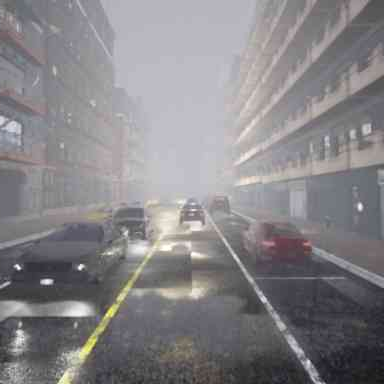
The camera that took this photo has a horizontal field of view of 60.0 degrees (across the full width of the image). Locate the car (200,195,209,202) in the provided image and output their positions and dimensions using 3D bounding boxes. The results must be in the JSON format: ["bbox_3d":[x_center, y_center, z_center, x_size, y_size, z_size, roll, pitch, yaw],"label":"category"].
[{"bbox_3d":[2.662,1.469,71.942,1.887,1.381,4.507,1,0,0],"label":"car"}]

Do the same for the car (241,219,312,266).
[{"bbox_3d":[2.692,1.568,11.184,1.802,1.307,4.206,1,0,0],"label":"car"}]

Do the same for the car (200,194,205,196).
[{"bbox_3d":[2.668,1.373,60.895,1.967,1.590,4.097,1,0,0],"label":"car"}]

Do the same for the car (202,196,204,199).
[{"bbox_3d":[2.676,1.515,44.324,1.947,1.339,4.313,1,0,0],"label":"car"}]

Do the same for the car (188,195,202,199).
[{"bbox_3d":[0.069,1.472,46.619,1.812,1.442,4.674,0,0,0],"label":"car"}]

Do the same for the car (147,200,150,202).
[{"bbox_3d":[-5.700,1.505,33.287,1.887,1.381,4.507,1,0,0],"label":"car"}]

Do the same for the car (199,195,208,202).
[{"bbox_3d":[2.658,1.465,77.465,1.887,1.381,4.507,0,0,0],"label":"car"}]

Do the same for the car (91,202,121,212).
[{"bbox_3d":[-5.694,1.498,22.071,1.752,1.417,4.829,1,0,0],"label":"car"}]

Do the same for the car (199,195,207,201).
[{"bbox_3d":[2.655,1.482,82.989,1.947,1.339,4.313,0,0,0],"label":"car"}]

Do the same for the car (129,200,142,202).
[{"bbox_3d":[-5.697,1.517,27.764,2.008,1.369,4.403,1,0,0],"label":"car"}]

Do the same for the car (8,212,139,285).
[{"bbox_3d":[-3.100,1.535,9.773,2.033,1.411,5.357,0,0,0],"label":"car"}]

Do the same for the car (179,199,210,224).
[{"bbox_3d":[0.025,1.518,24.288,2.033,1.411,5.357,0,0,0],"label":"car"}]

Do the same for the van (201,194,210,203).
[{"bbox_3d":[2.666,1.270,66.418,1.690,1.788,3.998,1,0,0],"label":"van"}]

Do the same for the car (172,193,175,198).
[{"bbox_3d":[-5.722,1.470,77.475,2.008,1.369,4.403,1,0,0],"label":"car"}]

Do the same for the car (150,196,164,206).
[{"bbox_3d":[-5.708,1.469,49.687,1.752,1.417,4.829,1,0,0],"label":"car"}]

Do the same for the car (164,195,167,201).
[{"bbox_3d":[-5.711,1.488,55.380,2.008,1.369,4.403,1,0,0],"label":"car"}]

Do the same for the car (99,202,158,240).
[{"bbox_3d":[-3.009,1.484,16.851,1.837,1.490,4.892,0,0,0],"label":"car"}]

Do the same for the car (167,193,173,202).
[{"bbox_3d":[-5.719,1.474,71.951,2.008,1.369,4.403,1,0,0],"label":"car"}]

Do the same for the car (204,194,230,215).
[{"bbox_3d":[2.684,1.276,33.278,2.192,1.841,5.009,1,0,0],"label":"car"}]
